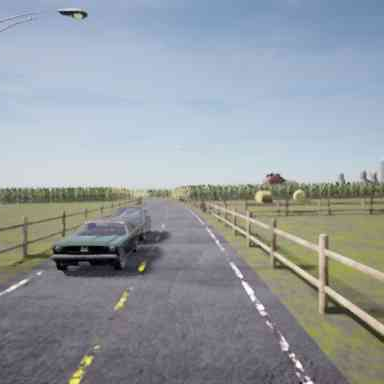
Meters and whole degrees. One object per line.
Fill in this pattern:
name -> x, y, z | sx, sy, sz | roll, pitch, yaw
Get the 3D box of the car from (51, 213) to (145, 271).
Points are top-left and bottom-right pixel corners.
car -> -2.895, 1.597, 11.040 | 1.895, 1.301, 4.718 | 0, 0, -1

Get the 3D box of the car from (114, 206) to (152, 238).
car -> -3.080, 1.488, 16.665 | 2.128, 1.511, 4.902 | 0, 0, -1
